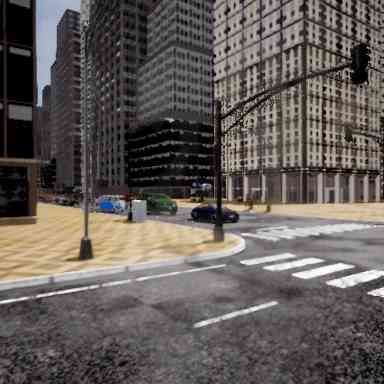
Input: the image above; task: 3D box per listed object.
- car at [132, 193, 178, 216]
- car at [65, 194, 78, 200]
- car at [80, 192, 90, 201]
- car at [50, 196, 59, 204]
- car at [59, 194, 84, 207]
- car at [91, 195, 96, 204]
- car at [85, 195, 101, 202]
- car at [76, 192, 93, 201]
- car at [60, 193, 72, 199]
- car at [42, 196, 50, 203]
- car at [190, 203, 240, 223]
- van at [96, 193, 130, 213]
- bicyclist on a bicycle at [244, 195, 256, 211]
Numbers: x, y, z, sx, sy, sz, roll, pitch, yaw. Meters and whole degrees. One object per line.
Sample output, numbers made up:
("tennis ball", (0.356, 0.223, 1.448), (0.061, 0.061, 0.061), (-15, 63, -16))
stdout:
("car", (-3.513, 1.131, 32.558), (2.150, 2.045, 5.566), (0, 0, -34))
("car", (-29.440, 1.164, 81.215), (2.008, 1.369, 4.403), (0, 0, -34))
("car", (-20.168, 1.232, 62.876), (1.837, 1.490, 4.892), (0, 1, -34))
("car", (-20.859, 1.349, 53.579), (2.008, 1.369, 4.403), (0, 0, -34))
("car", (-17.755, 1.390, 48.992), (1.947, 1.339, 4.313), (0, 0, -34))
("car", (-14.638, 1.300, 54.711), (1.812, 1.442, 4.674), (0, 1, -34))
("car", (-20.128, 1.259, 67.453), (1.947, 1.339, 4.313), (0, 0, -34))
("car", (-23.232, 0.982, 72.039), (2.192, 1.841, 5.009), (0, 0, -34))
("car", (-32.640, 1.111, 85.944), (1.752, 1.417, 4.829), (0, 0, -34))
("car", (-27.068, 1.327, 62.756), (1.802, 1.307, 4.206), (0, 0, -34))
("car", (1.658, 1.516, 24.917), (1.994, 1.385, 4.181), (0, 1, -34))
("van", (-8.442, 1.243, 35.228), (1.690, 1.788, 3.998), (0, 0, -34))
("bicyclist on a bicycle", (5.947, 1.175, 34.161), (1.656, 1.620, 0.582), (-1, 1, -34))
